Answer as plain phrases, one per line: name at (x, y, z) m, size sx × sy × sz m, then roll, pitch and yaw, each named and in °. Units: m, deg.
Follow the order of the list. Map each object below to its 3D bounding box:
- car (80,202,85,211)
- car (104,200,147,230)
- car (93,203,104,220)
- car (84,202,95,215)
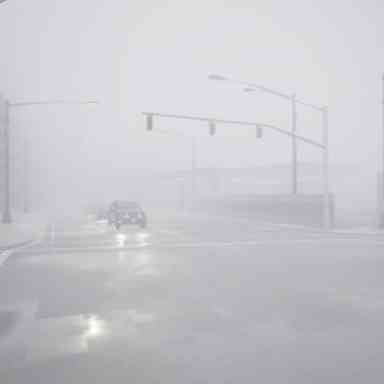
car at (-18.986, 2.559, 59.684) m, size 1.882 × 1.535 × 5.008 m, roll 0°, pitch -1°, yaw -22°
car at (-5.108, 1.687, 25.761) m, size 2.150 × 2.045 × 5.566 m, roll 0°, pitch -1°, yaw -22°
car at (-8.929, 2.186, 35.029) m, size 1.994 × 1.385 × 4.181 m, roll 0°, pitch -1°, yaw -22°
car at (-13.196, 2.302, 45.402) m, size 1.837 × 1.490 × 4.892 m, roll 0°, pitch -1°, yaw -22°
